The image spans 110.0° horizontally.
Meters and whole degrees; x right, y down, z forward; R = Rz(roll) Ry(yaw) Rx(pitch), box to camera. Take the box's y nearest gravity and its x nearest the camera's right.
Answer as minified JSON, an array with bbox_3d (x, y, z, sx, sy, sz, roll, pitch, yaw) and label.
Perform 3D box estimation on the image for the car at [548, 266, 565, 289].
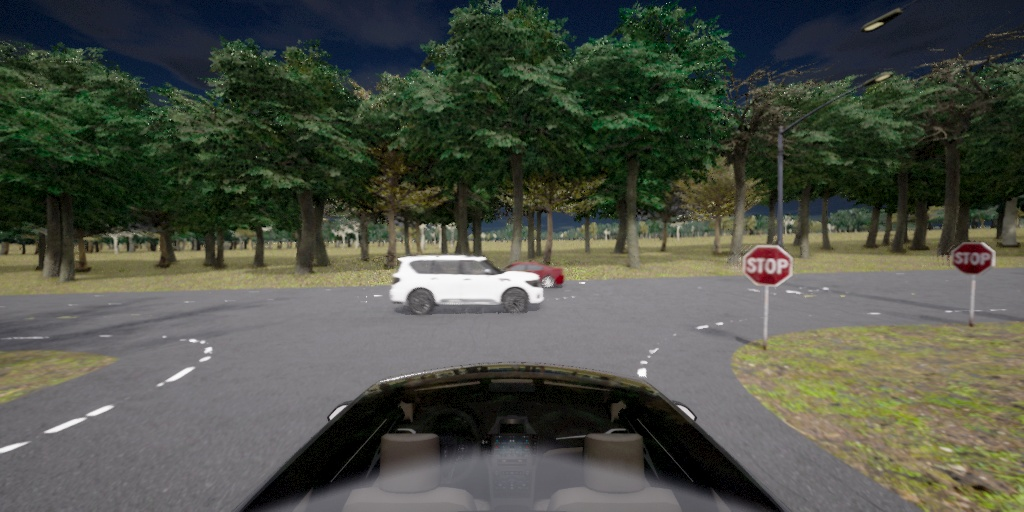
[{"bbox_3d":[0.511,1.084,20.486,5.008,1.535,1.882,-1,2,-1],"label":"car"}]

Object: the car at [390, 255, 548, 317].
[{"bbox_3d":[-1.655,0.990,13.453,5.566,2.045,2.150,0,2,-1],"label":"car"}]
